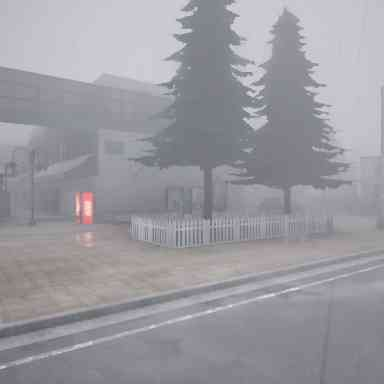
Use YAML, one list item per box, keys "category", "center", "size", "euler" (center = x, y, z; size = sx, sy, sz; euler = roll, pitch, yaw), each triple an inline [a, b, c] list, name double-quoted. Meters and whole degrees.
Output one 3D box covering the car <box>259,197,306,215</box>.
- category: "car"
  center: [8.610, 1.336, 31.943]
  size: [2.097, 1.767, 4.553]
  euler: [0, 0, -34]
